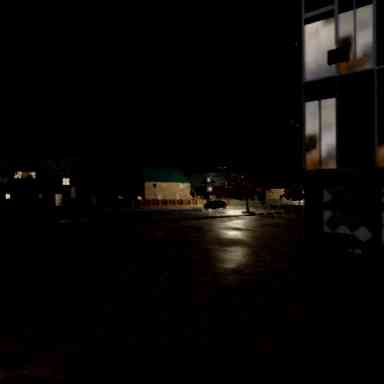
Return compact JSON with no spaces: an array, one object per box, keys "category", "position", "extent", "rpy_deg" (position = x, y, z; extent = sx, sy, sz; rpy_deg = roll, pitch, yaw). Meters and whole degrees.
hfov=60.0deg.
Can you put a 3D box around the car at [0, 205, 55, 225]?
[{"category":"car","position":[-12.461,1.676,24.691],"extent":[1.994,1.385,4.181],"rpy_deg":[-1,-1,43]}]

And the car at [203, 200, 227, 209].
[{"category":"car","position":[3.916,2.137,56.339],"extent":[1.837,1.490,4.892],"rpy_deg":[-1,-1,43]}]
